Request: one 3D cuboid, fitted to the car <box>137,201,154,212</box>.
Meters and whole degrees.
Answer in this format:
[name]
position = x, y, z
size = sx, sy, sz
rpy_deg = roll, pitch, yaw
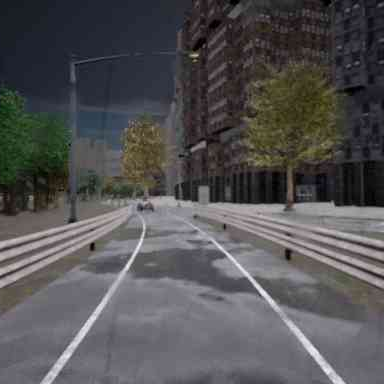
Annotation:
[car]
position = -6.600, 1.974, 47.015
size = 1.812, 1.442, 4.674
rpy_deg = 0, 0, -17
